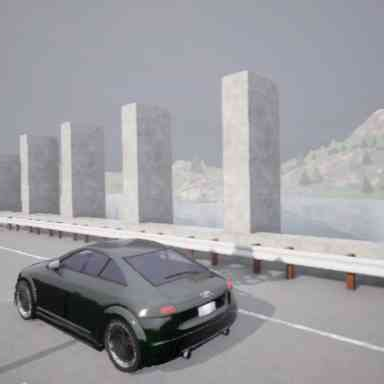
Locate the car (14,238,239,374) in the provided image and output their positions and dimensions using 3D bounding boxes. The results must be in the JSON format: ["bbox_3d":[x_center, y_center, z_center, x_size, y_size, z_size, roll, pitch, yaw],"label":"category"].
[{"bbox_3d":[-1.317,1.508,5.650,4.181,1.385,1.994,-1,1,41],"label":"car"}]
